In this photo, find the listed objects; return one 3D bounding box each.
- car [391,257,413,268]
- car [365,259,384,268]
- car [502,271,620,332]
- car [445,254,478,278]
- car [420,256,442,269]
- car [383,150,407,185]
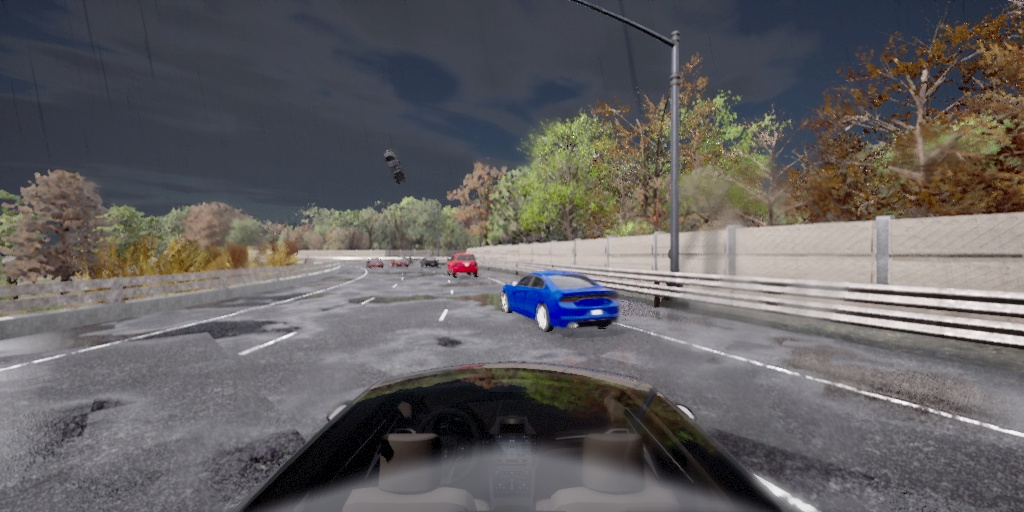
[{"bbox_3d":[-16.804,1.100,53.612,1.895,1.301,4.718,0,0,-30],"label":"car"},{"bbox_3d":[-19.998,1.070,52.159,1.994,1.385,4.181,0,0,-31],"label":"car"},{"bbox_3d":[1.182,1.183,10.871,1.882,1.535,5.008,0,0,-20],"label":"car"},{"bbox_3d":[-4.511,0.824,32.294,2.150,2.045,5.566,0,0,-16],"label":"car"},{"bbox_3d":[-12.099,0.983,52.120,1.882,1.535,5.008,0,0,-25],"label":"car"},{"bbox_3d":[-16.846,-12.748,51.639,2.128,4.902,1.511,-24,19,-13],"label":"car"}]
